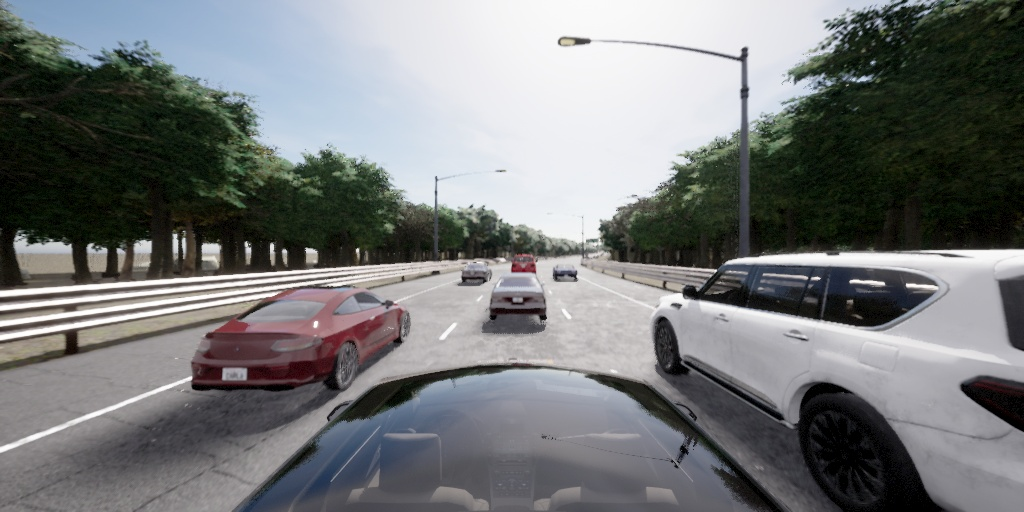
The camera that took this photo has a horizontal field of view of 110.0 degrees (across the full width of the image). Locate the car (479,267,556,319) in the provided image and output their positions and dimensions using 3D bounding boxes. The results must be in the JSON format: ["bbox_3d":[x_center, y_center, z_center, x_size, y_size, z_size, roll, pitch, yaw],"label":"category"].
[{"bbox_3d":[0.237,1.295,12.748,2.033,1.411,5.357,0,0,2],"label":"car"}]

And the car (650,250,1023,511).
[{"bbox_3d":[3.627,0.974,4.312,2.150,2.045,5.566,0,0,0],"label":"car"}]

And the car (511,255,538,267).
[{"bbox_3d":[1.097,0.945,32.105,2.150,2.045,5.566,0,0,4],"label":"car"}]

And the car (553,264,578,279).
[{"bbox_3d":[4.566,1.329,31.504,1.895,1.301,4.718,0,0,4],"label":"car"}]

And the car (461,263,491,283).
[{"bbox_3d":[-2.665,1.274,27.833,2.033,1.411,5.357,0,0,3],"label":"car"}]

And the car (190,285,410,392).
[{"bbox_3d":[-3.353,1.272,6.658,1.812,1.442,4.674,0,0,0],"label":"car"}]
